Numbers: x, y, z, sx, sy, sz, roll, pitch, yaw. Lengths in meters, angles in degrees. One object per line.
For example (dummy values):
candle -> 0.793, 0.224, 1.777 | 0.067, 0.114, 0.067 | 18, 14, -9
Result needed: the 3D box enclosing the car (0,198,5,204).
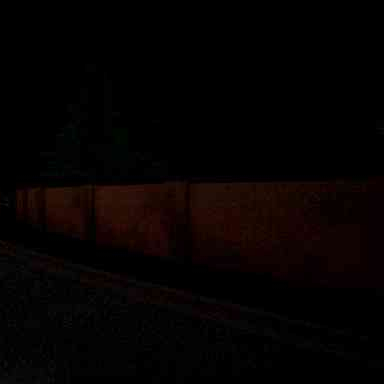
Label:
car -> -36.339, 1.599, 61.617 | 1.994, 1.385, 4.181 | 0, 0, -6
